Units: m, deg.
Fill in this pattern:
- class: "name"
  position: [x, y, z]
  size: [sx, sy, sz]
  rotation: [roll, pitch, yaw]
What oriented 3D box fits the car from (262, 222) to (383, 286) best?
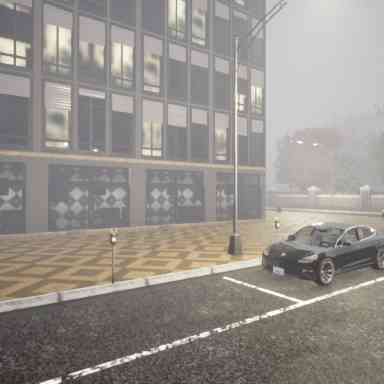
- class: "car"
  position: [3.896, 1.562, 9.423]
  size: [4.313, 1.339, 1.947]
  rotation: [0, 0, -35]
